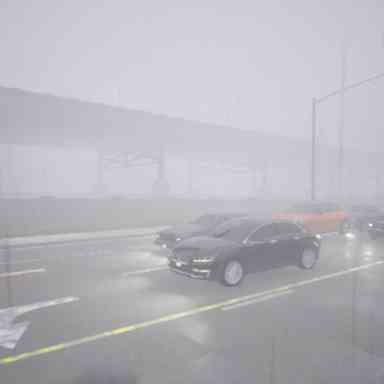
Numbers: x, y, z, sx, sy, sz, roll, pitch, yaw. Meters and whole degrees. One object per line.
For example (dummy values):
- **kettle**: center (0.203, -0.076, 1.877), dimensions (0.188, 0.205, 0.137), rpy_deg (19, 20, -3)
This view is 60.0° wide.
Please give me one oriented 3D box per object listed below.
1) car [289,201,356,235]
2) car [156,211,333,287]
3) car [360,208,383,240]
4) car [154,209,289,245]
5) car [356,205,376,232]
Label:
- **car**: center (5.834, 1.282, 16.630), dimensions (4.553, 1.767, 2.097), rpy_deg (0, 0, -36)
- **car**: center (1.660, 1.484, 9.357), dimensions (4.892, 1.490, 1.837), rpy_deg (0, 0, -35)
- **car**: center (10.034, 1.511, 15.327), dimensions (4.718, 1.301, 1.895), rpy_deg (-1, 0, -36)
- **car**: center (1.196, 1.515, 13.325), dimensions (5.357, 1.411, 2.033), rpy_deg (0, 0, -35)
- **car**: center (9.689, 1.457, 19.380), dimensions (4.181, 1.385, 1.994), rpy_deg (-1, 0, -36)
